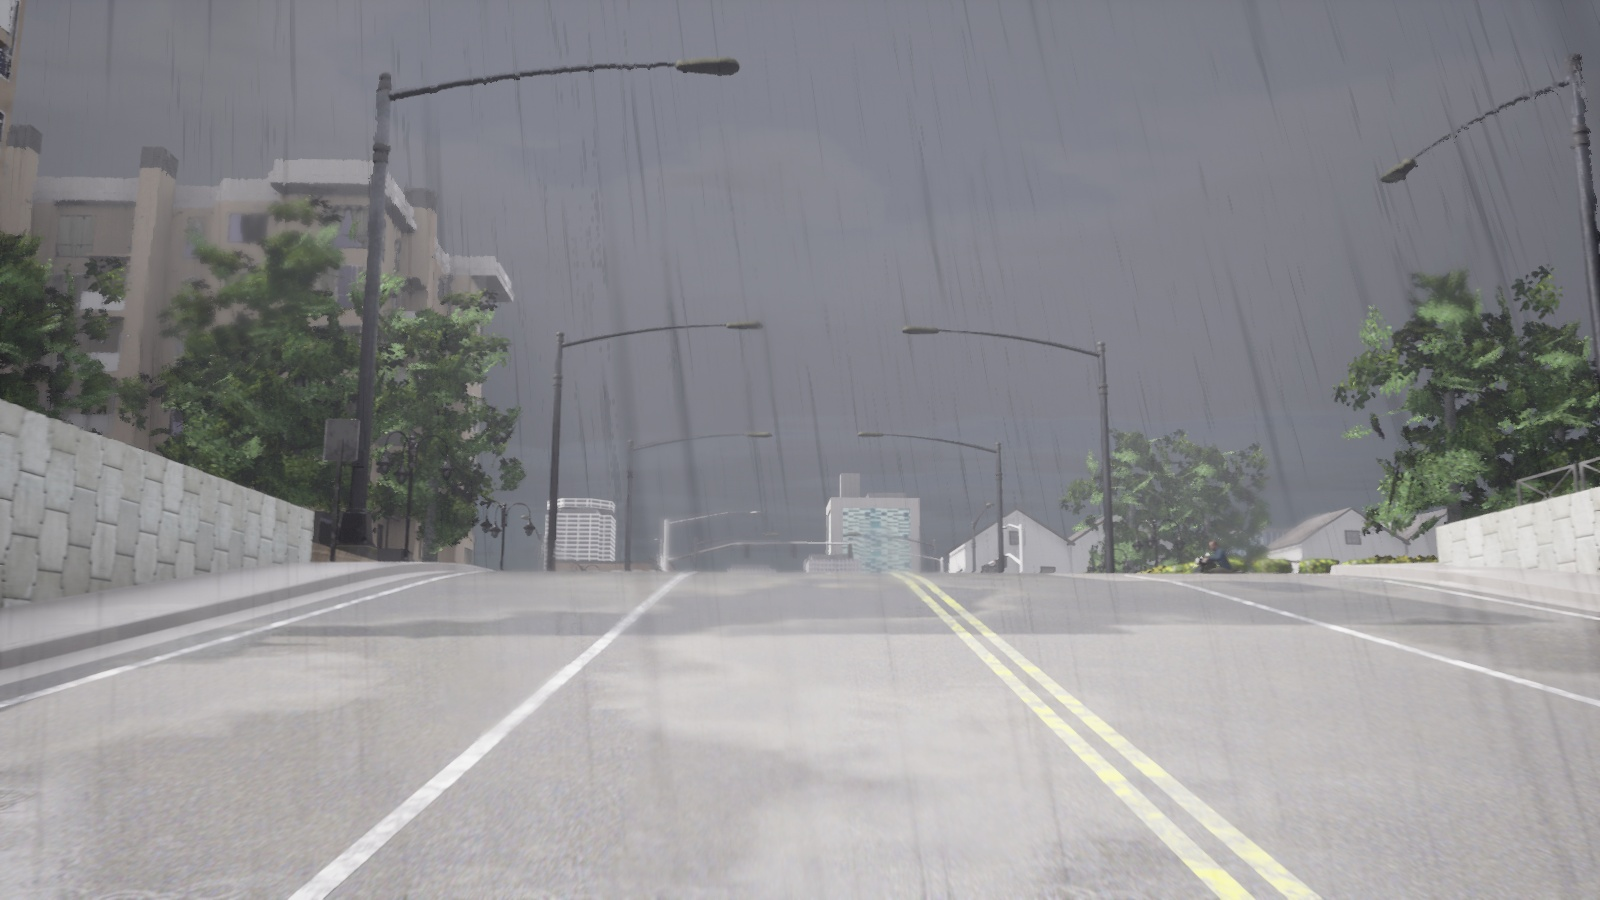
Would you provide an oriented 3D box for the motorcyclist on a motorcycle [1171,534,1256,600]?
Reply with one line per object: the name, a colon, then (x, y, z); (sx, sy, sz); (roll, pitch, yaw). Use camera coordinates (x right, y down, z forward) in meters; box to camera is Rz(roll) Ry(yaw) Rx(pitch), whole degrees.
motorcyclist on a motorcycle: (10.775, 3.070, 32.790); (1.817, 1.590, 0.866); (-1, -11, 3)
